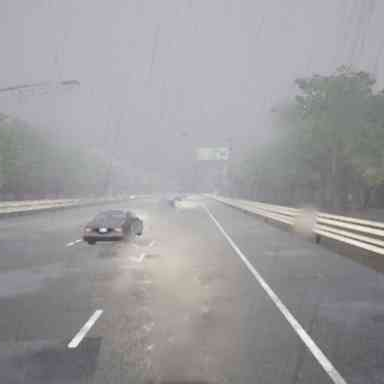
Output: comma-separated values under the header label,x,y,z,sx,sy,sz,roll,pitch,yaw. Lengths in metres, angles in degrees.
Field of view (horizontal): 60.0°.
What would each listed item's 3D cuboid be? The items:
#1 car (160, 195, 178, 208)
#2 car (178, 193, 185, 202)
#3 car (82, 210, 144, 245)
label,x,y,z,sx,sy,sz,roll,pitch,yaw
car,-3.371,1.480,47.090,1.882,1.535,5.008,0,0,0
car,-3.191,1.476,76.281,1.837,1.490,4.892,0,0,0
car,-3.484,1.551,15.585,2.033,1.411,5.357,0,0,0
